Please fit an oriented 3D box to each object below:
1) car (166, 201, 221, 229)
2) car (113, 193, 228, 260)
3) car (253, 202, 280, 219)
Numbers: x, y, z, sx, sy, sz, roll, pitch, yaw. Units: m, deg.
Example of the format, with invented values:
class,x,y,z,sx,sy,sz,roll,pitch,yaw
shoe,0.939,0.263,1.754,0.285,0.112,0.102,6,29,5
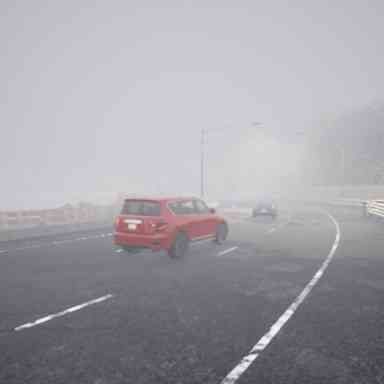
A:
class,x,y,z,sx,sy,sz,roll,pitch,yaw
car,0.243,1.430,22.216,1.837,1.490,4.892,1,0,24
car,-0.539,1.172,12.682,2.150,2.045,5.566,1,0,29
car,6.519,1.510,28.905,1.994,1.385,4.181,0,0,20
